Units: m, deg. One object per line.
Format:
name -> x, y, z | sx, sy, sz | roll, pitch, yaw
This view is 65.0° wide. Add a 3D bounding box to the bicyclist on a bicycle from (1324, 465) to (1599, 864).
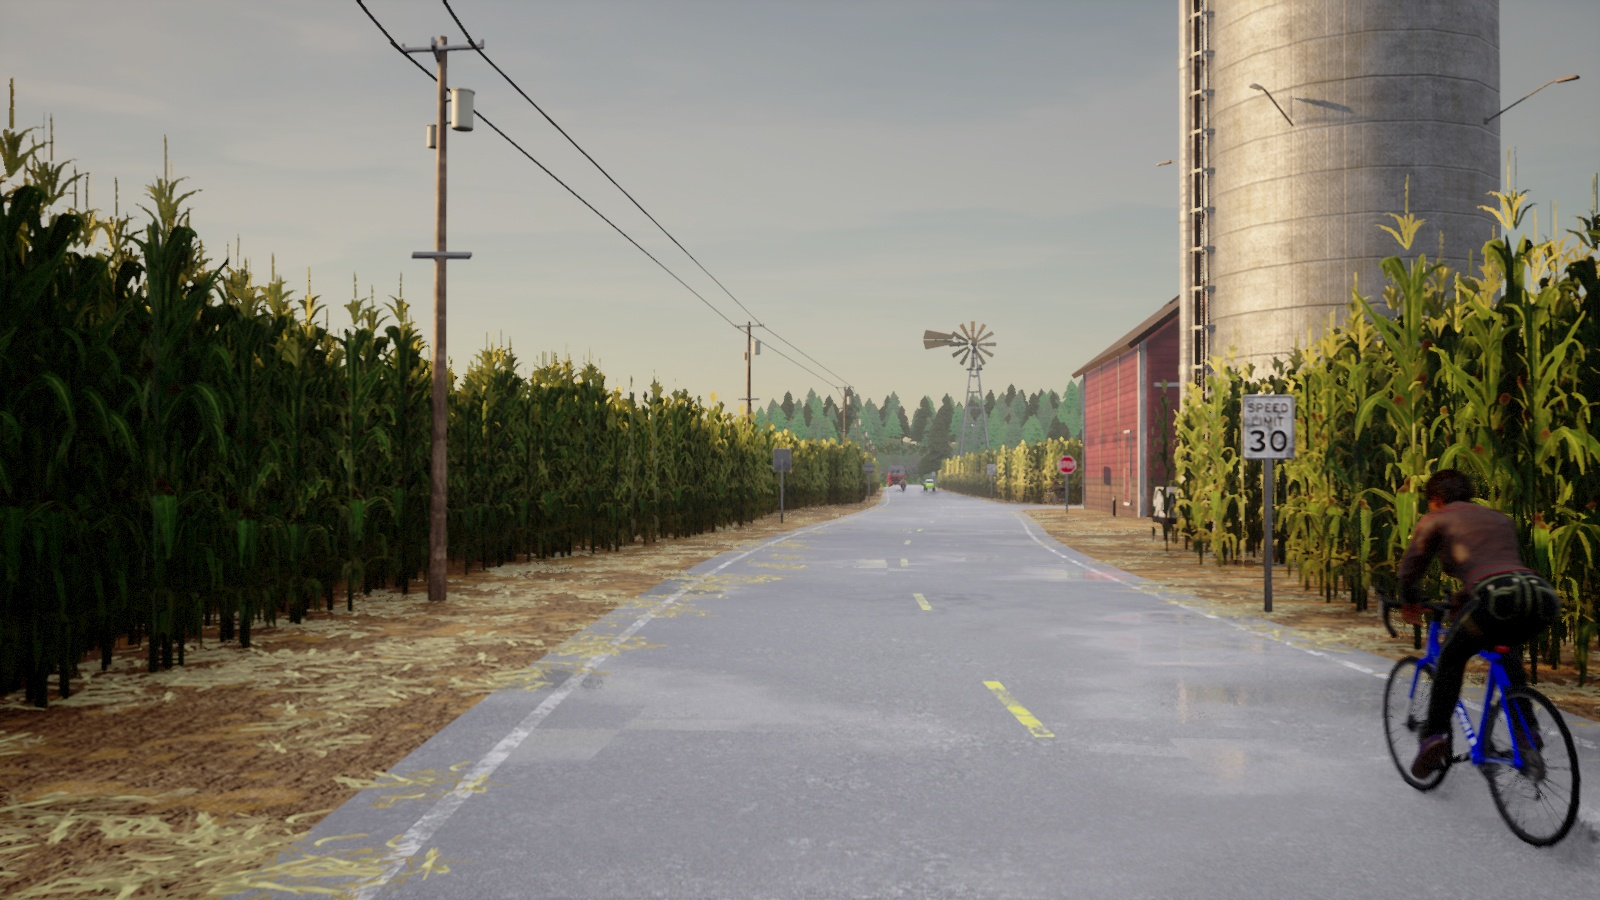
bicyclist on a bicycle -> 3.141, 0.893, 5.948 | 0.582, 1.620, 1.656 | 0, -2, -1
